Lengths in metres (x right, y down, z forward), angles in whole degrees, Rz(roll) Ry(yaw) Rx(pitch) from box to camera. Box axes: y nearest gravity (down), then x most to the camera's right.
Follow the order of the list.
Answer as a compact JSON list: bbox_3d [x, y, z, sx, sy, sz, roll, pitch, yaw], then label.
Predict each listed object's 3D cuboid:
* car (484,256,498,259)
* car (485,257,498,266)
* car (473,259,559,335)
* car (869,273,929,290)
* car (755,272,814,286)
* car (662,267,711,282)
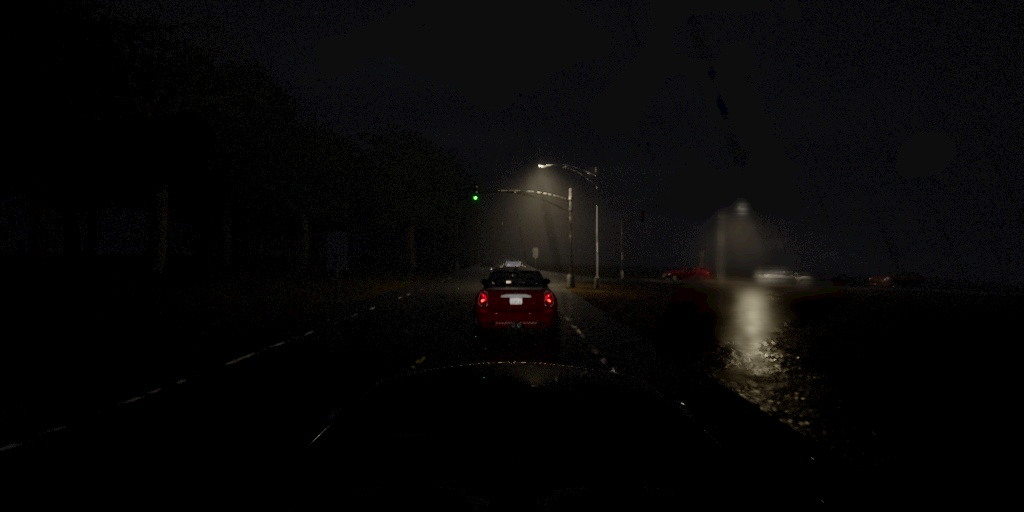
[{"bbox_3d":[-3.601,1.009,53.829,1.994,1.385,4.181,0,0,1],"label":"car"},{"bbox_3d":[-3.580,0.930,63.241,2.033,1.411,5.357,0,0,1],"label":"car"},{"bbox_3d":[0.096,1.089,10.662,2.097,1.767,4.553,0,0,0],"label":"car"},{"bbox_3d":[39.099,2.450,36.310,4.553,1.767,2.097,2,-1,0],"label":"car"},{"bbox_3d":[27.496,2.271,36.305,4.718,1.301,1.895,2,-1,0],"label":"car"},{"bbox_3d":[17.619,1.838,36.277,4.674,1.442,1.812,2,-1,-1],"label":"car"}]
